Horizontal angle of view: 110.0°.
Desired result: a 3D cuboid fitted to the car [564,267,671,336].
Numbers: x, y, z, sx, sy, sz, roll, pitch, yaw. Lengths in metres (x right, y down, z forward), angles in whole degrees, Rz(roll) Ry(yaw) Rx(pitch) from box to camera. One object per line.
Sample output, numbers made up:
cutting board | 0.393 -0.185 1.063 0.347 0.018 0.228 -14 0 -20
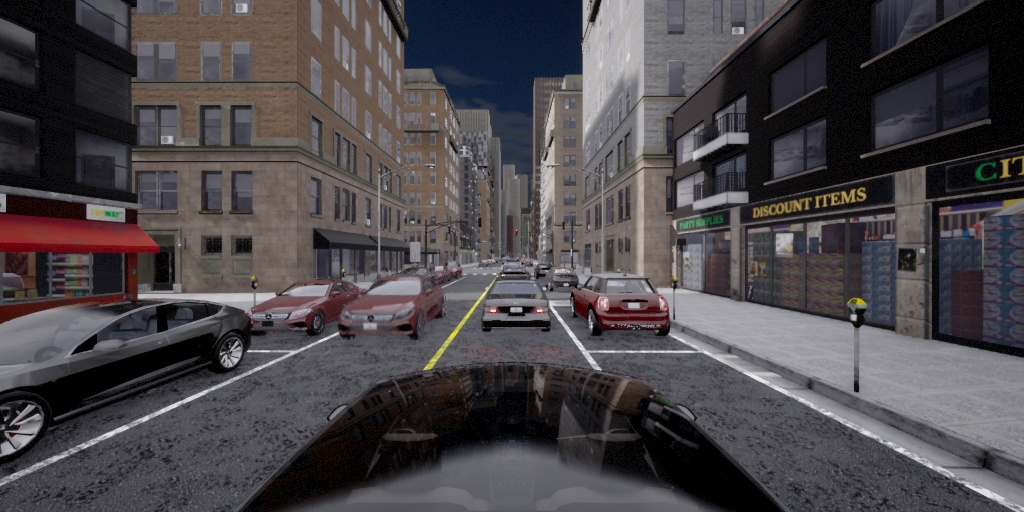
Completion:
car | 2.877 1.189 10.371 1.967 1.591 4.097 0 0 0

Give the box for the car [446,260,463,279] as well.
car | -5.590 1.192 32.399 1.967 1.591 4.097 0 0 0

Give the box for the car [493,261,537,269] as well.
car | 0.148 1.242 21.367 2.128 1.511 4.902 0 0 0

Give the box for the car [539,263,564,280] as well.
car | 2.906 1.301 21.373 2.007 1.370 4.403 0 0 0

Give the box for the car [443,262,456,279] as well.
car | -5.605 1.333 26.897 1.802 1.307 4.207 0 0 0

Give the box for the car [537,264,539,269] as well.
car | 2.935 1.319 32.376 1.948 1.339 4.313 0 0 0

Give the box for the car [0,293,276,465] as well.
car | -5.664 1.315 4.892 1.948 1.339 4.313 0 0 0

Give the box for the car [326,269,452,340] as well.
car | -3.080 1.275 10.138 1.812 1.442 4.674 0 0 0

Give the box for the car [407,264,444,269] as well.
car | -5.620 1.316 21.396 1.948 1.339 4.313 0 0 0

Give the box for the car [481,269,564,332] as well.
car | 0.118 1.297 10.844 2.033 1.411 5.357 0 0 0

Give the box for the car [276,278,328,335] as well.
car | -5.649 1.331 10.394 1.802 1.307 4.207 0 0 0

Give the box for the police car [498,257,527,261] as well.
police car | 0.074 1.178 31.386 1.930 1.638 5.238 0 0 0
